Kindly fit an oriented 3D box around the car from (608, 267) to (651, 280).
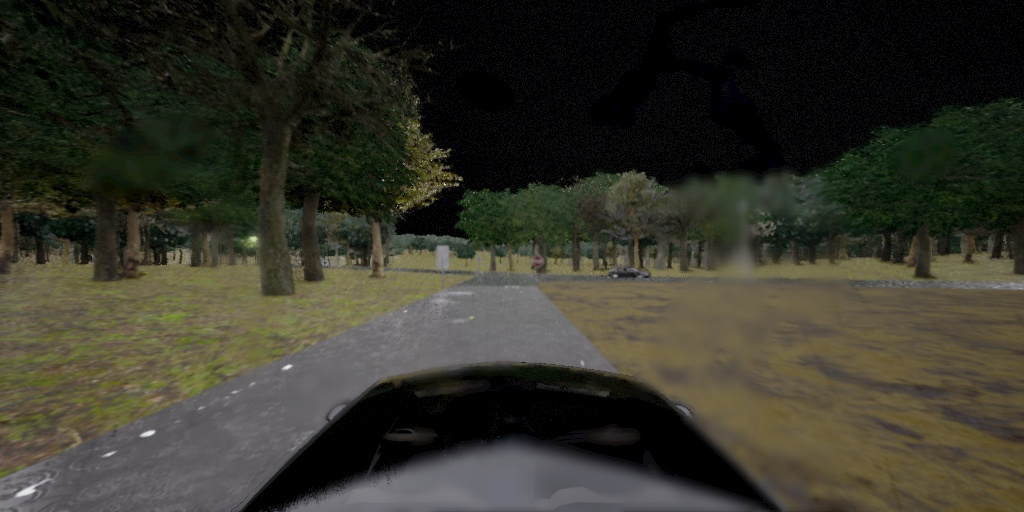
[{"bbox_3d":[13.837,2.036,42.419,4.892,1.490,1.837,-1,0,35],"label":"car"}]
